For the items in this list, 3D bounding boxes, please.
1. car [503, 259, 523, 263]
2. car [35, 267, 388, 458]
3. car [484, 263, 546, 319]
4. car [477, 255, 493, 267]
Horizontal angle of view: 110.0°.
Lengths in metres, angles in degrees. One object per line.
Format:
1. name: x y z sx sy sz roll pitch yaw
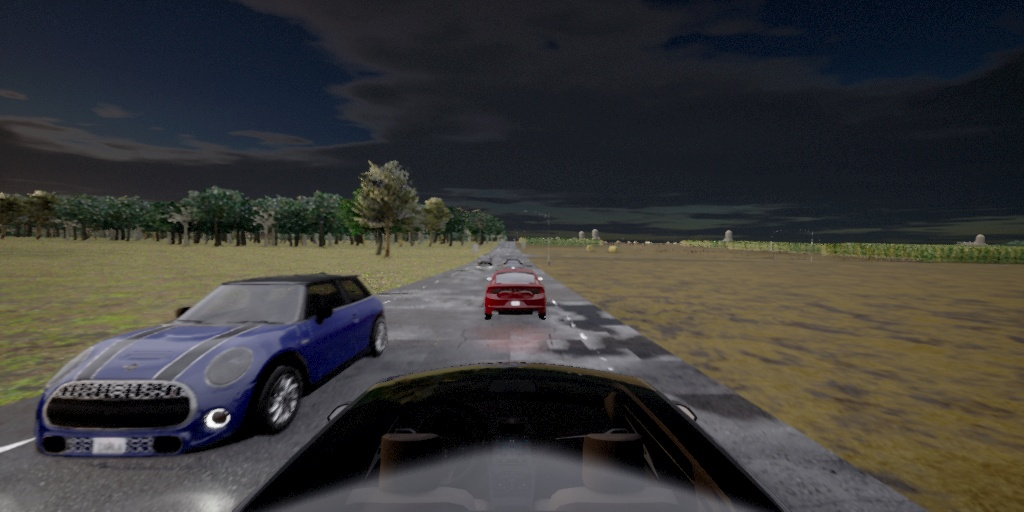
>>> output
1. car: 0.105 0.963 33.485 1.994 1.385 4.181 0 1 0
2. car: -3.599 1.092 5.448 2.097 1.767 4.553 0 0 0
3. car: 0.101 1.176 12.668 1.882 1.535 5.008 0 0 0
4. car: -3.569 0.594 48.058 1.837 1.490 4.892 0 1 0
